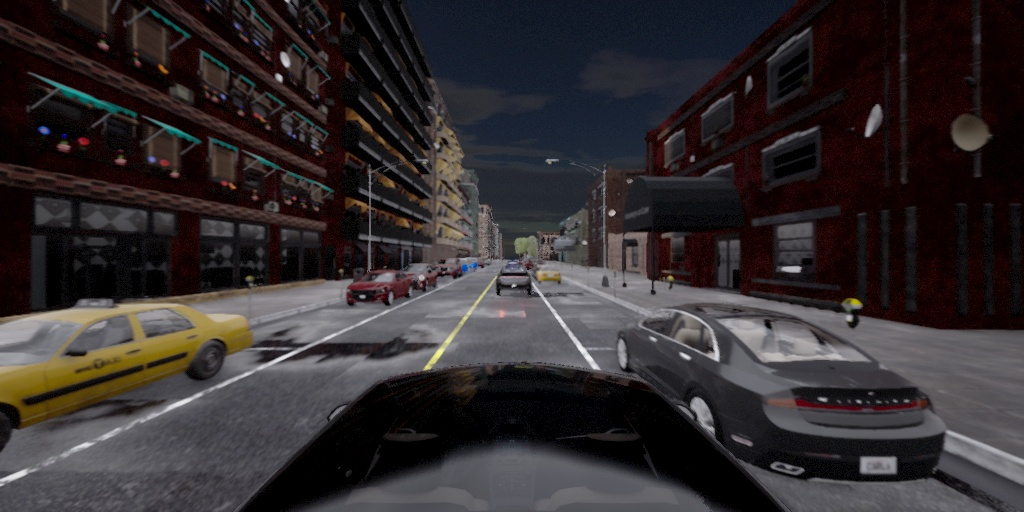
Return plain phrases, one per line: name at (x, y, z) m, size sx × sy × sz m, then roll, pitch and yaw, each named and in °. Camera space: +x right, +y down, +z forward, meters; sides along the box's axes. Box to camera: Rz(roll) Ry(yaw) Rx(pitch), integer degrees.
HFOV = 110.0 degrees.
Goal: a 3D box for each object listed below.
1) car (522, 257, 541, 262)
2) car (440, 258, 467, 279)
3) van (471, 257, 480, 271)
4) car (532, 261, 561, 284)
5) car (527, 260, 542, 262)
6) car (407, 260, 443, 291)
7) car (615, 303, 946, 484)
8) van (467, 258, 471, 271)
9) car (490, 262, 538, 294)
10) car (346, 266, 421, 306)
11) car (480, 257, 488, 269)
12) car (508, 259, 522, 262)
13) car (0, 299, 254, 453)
car at (2.687, 1.111, 43.590) m, size 2.192 × 1.841 × 5.009 m, roll 0°, pitch 0°, yaw 0°
car at (-5.693, 1.094, 32.512) m, size 2.192 × 1.841 × 5.009 m, roll 0°, pitch 0°, yaw 0°
van at (-5.694, 1.147, 49.129) m, size 1.690 × 1.789 × 3.998 m, roll 0°, pitch 0°, yaw 0°
car at (2.688, 1.298, 27.143) m, size 1.751 × 1.417 × 4.829 m, roll 0°, pitch 0°, yaw 0°
car at (2.687, 1.330, 32.512) m, size 2.007 × 1.370 × 4.403 m, roll 0°, pitch 0°, yaw 0°
car at (-5.692, 1.206, 21.432) m, size 1.967 × 1.591 × 4.097 m, roll 0°, pitch 0°, yaw 0°
car at (2.690, 1.303, 4.816) m, size 2.007 × 1.370 × 4.403 m, roll 0°, pitch 0°, yaw 0°
van at (-5.693, 1.128, 38.051) m, size 1.690 × 1.789 × 3.998 m, roll 0°, pitch 0°, yaw 0°
car at (0.099, 1.256, 20.079) m, size 2.128 × 1.511 × 4.902 m, roll 0°, pitch 0°, yaw 0°
car at (-5.692, 1.306, 15.894) m, size 1.888 × 1.381 × 4.507 m, roll 0°, pitch 0°, yaw 0°
car at (-5.695, 1.145, 60.207) m, size 2.192 × 1.841 × 5.009 m, roll 0°, pitch 0°, yaw 0°
car at (0.097, 1.326, 45.913) m, size 1.812 × 1.442 × 4.674 m, roll 0°, pitch 0°, yaw 0°
car at (-5.691, 1.278, 4.645) m, size 1.751 × 1.417 × 4.829 m, roll 0°, pitch 0°, yaw 0°
